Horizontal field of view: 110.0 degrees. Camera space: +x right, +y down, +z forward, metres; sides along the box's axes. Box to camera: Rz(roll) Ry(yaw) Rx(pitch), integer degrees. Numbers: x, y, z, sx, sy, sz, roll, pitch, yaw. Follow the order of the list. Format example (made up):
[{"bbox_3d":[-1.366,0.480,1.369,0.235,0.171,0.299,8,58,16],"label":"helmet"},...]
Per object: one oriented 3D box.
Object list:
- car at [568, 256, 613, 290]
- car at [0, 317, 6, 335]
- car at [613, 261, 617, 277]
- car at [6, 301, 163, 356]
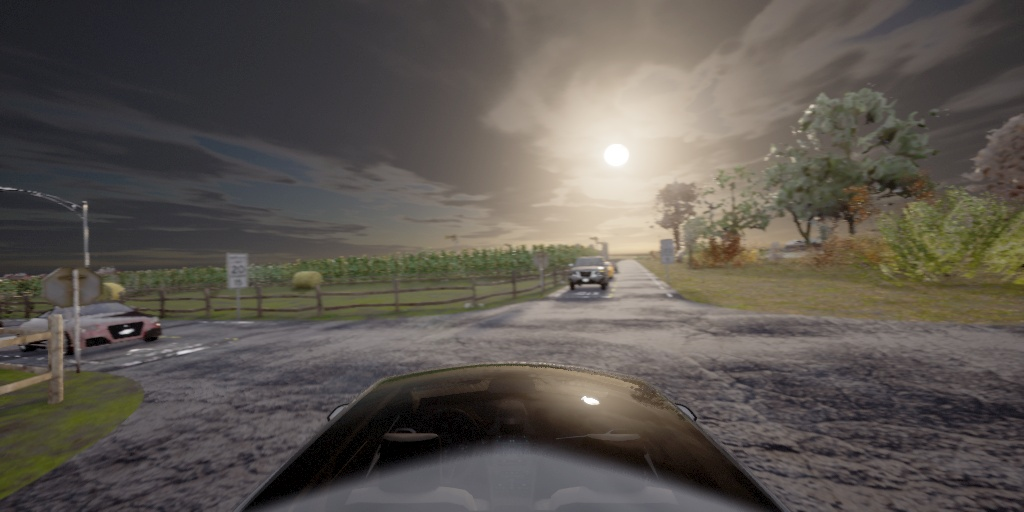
[{"bbox_3d":[5.054,1.026,23.175,2.150,2.045,5.566,-2,-1,18],"label":"car"},{"bbox_3d":[-23.326,2.695,14.761,4.674,1.442,1.812,-3,-1,19],"label":"car"},{"bbox_3d":[8.283,1.279,32.992,1.882,1.535,5.008,-2,-1,18],"label":"car"},{"bbox_3d":[-13.170,2.146,11.227,4.181,1.385,1.994,-3,-1,21],"label":"car"}]
